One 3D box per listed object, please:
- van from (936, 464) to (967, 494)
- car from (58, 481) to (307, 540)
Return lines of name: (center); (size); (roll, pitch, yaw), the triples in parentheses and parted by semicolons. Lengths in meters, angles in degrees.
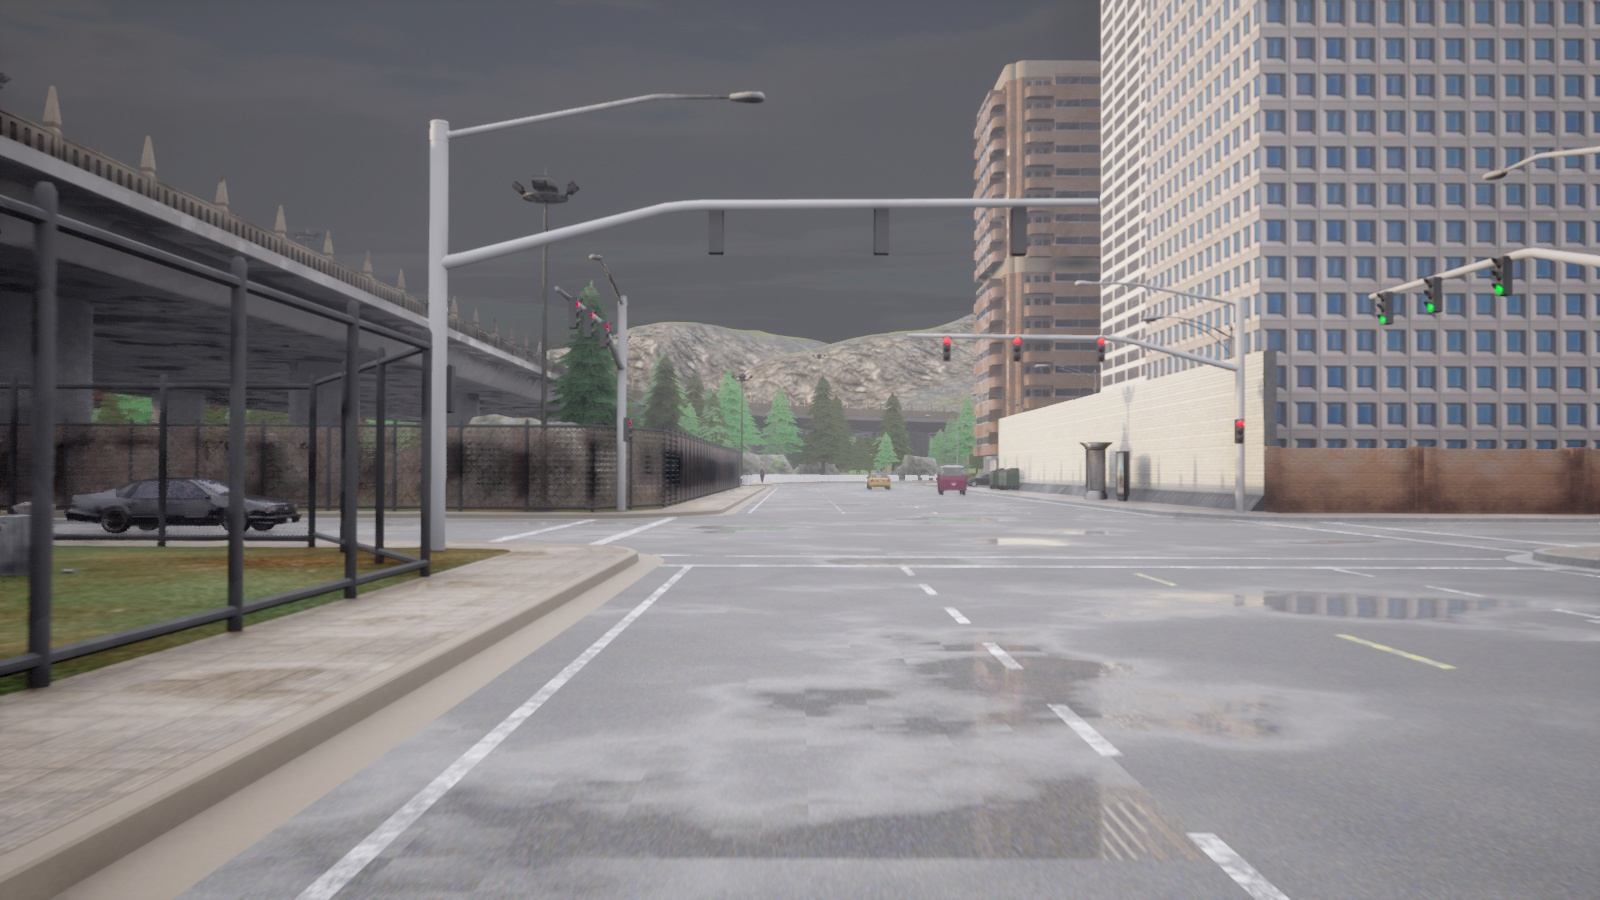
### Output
van: (10.233, 1.948, 84.911); (1.775, 1.987, 4.442); (0, -1, 3)
car: (-15.635, 1.516, 32.002); (5.357, 1.411, 2.033); (0, -1, 0)
